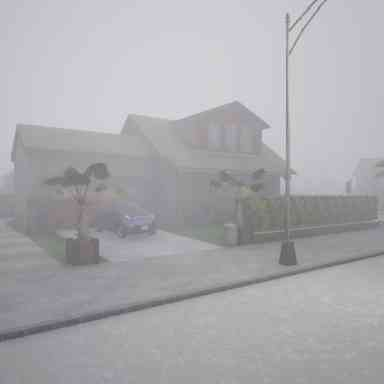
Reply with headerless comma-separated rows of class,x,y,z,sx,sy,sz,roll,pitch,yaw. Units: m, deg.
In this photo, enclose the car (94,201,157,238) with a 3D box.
car,-3.079,1.174,15.254,1.845,1.501,3.633,0,0,-38
